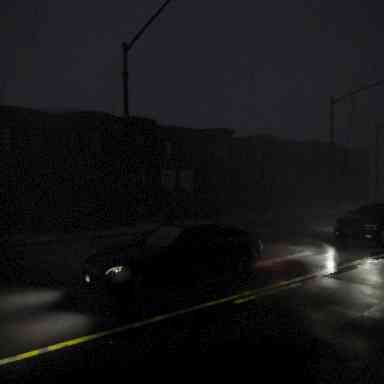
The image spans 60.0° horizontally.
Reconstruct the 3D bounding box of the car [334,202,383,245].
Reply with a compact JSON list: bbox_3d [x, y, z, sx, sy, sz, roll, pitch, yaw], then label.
[{"bbox_3d":[8.009,1.200,14.158,5.008,1.535,1.882,-1,1,-36],"label":"car"}]

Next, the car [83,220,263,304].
[{"bbox_3d":[-0.244,1.446,8.143,4.674,1.442,1.812,-1,1,-36],"label":"car"}]
